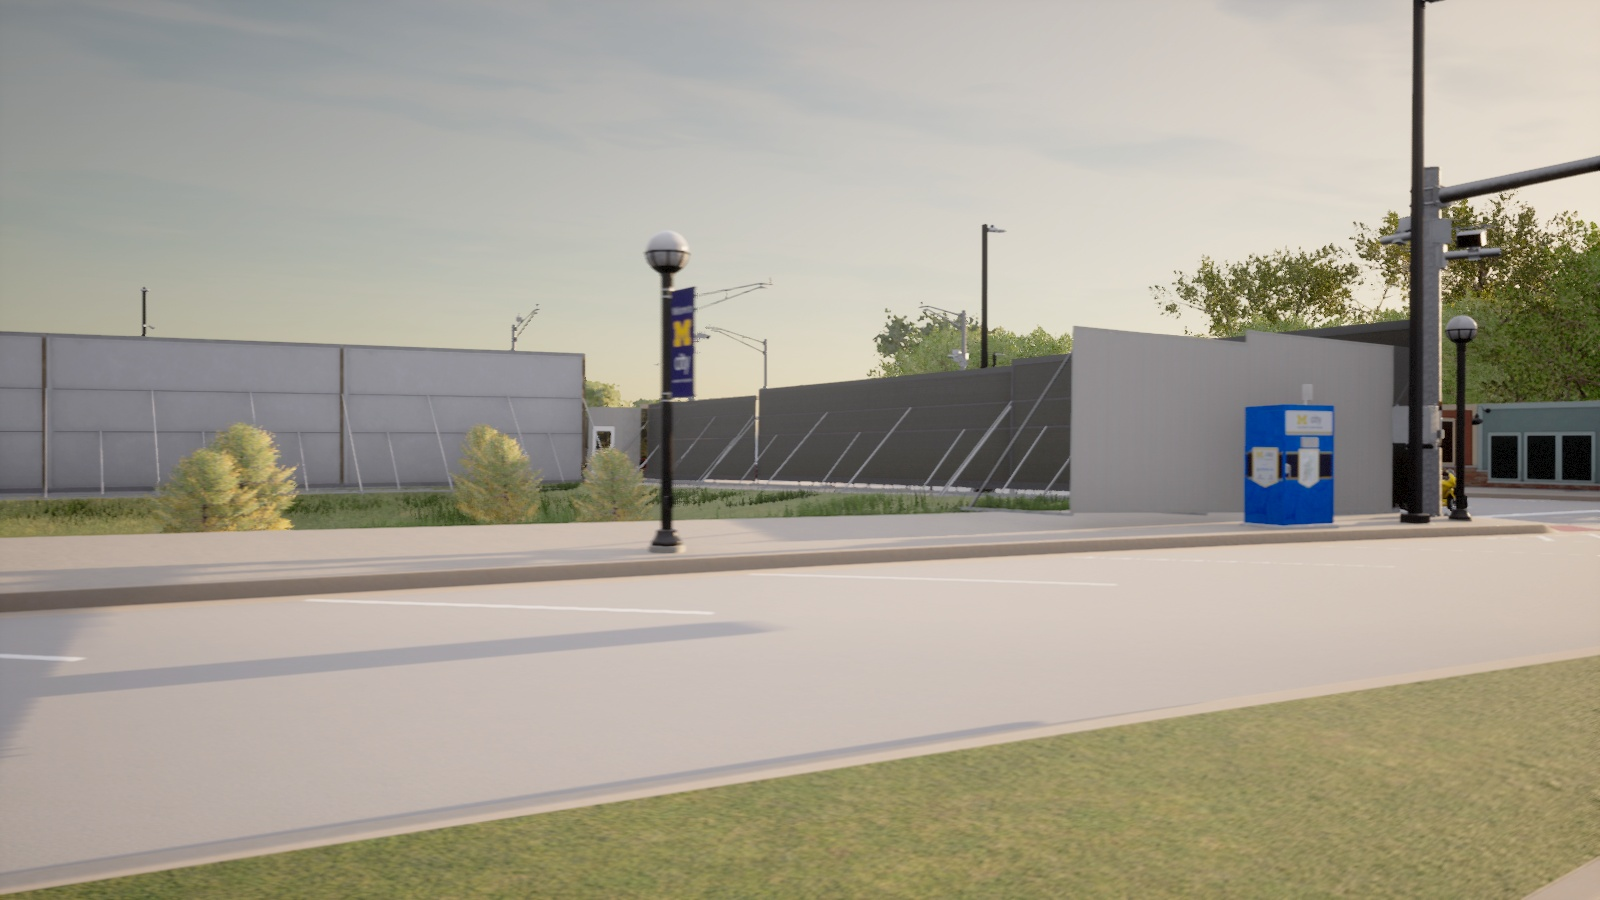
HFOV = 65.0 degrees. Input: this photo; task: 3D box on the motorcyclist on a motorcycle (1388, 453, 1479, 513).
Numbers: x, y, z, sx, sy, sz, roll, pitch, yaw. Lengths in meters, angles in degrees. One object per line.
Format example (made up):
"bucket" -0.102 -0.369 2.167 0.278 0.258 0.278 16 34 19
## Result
"motorcyclist on a motorcycle" 16.653 0.832 33.071 0.797 1.523 2.044 0 0 -29
